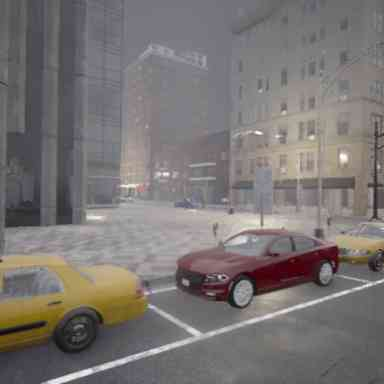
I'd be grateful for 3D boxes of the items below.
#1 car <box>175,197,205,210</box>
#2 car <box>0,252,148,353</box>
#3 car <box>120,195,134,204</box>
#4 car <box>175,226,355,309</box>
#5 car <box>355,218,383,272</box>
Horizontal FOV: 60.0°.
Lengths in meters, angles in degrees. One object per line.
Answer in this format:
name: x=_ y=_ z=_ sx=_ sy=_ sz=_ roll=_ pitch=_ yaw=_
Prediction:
car: x=-0.350 y=1.367 z=39.982 sx=1.812 sy=1.442 sz=4.674 roll=1 pitch=0 yaw=-35
car: x=-3.006 y=1.525 z=4.610 sx=4.829 sy=1.417 sz=1.752 roll=0 pitch=0 yaw=-36
car: x=-11.305 y=1.219 z=55.685 sx=1.812 sy=1.442 sz=4.674 roll=1 pitch=0 yaw=-35
car: x=1.710 y=1.583 z=7.976 sx=4.507 sy=1.381 sz=1.887 roll=0 pitch=0 yaw=-36
car: x=6.151 y=1.599 z=11.143 sx=4.829 sy=1.417 sz=1.752 roll=0 pitch=0 yaw=-36
